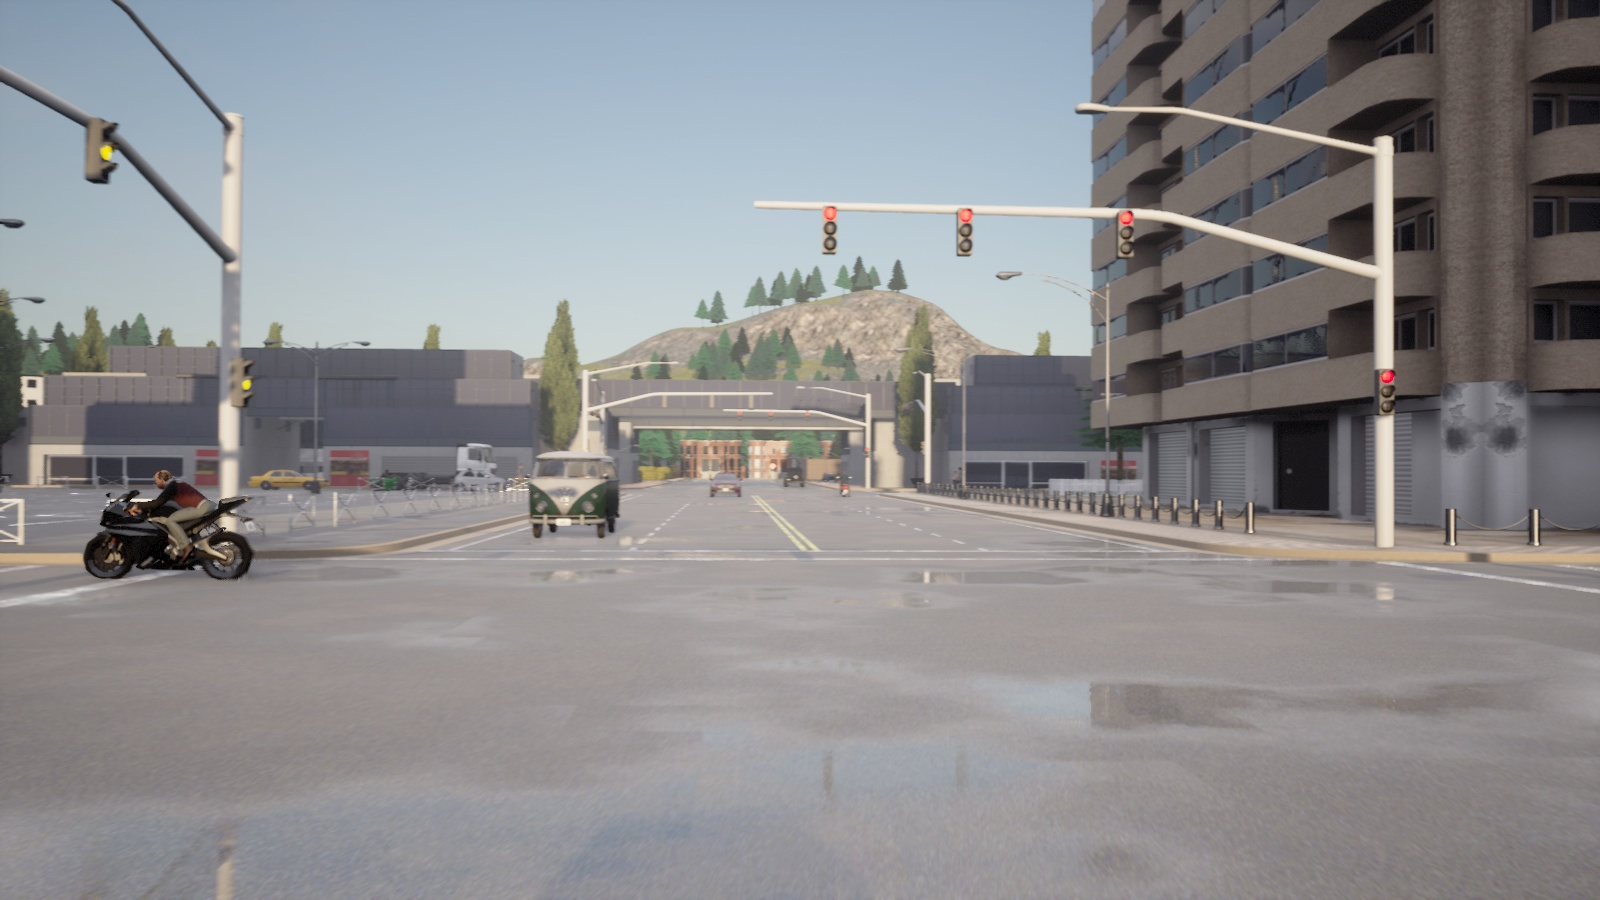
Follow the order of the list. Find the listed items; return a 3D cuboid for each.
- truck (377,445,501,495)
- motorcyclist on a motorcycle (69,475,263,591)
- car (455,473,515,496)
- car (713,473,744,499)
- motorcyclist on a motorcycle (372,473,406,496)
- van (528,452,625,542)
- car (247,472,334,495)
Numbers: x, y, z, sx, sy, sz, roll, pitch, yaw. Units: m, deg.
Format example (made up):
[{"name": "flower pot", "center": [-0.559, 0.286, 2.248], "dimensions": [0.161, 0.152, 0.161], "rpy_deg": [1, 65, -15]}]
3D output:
[{"name": "truck", "center": [-25.348, 1.394, 88.468], "dimensions": [7.936, 3.462, 2.891], "rpy_deg": [0, -1, -2]}, {"name": "motorcyclist on a motorcycle", "center": [-8.653, 1.124, 17.224], "dimensions": [2.191, 1.530, 0.866], "rpy_deg": [1, -1, -4]}, {"name": "car", "center": [-21.292, 2.320, 85.094], "dimensions": [3.633, 1.501, 1.845], "rpy_deg": [0, -1, -2]}, {"name": "car", "center": [-4.215, 2.097, 74.371], "dimensions": [1.812, 1.442, 4.674], "rpy_deg": [0, -1, -3]}, {"name": "motorcyclist on a motorcycle", "center": [-27.802, 2.307, 84.879], "dimensions": [2.044, 1.523, 0.797], "rpy_deg": [0, -1, -2]}, {"name": "van", "center": [-5.273, 1.087, 30.094], "dimensions": [1.775, 1.987, 4.442], "rpy_deg": [0, -1, -3]}, {"name": "car", "center": [-35.752, 2.345, 88.172], "dimensions": [5.366, 1.575, 1.801], "rpy_deg": [0, -1, -1]}]
